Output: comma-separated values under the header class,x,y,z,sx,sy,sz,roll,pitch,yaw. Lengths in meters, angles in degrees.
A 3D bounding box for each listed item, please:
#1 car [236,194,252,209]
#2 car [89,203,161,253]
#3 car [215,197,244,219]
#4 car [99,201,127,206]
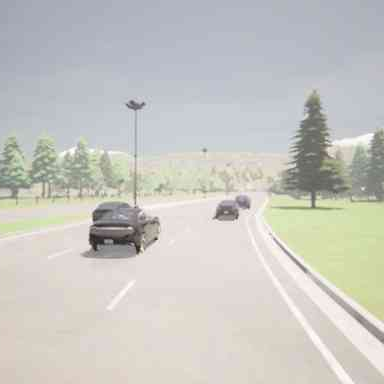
class,x,y,z,sx,sy,sz,roll,pitch,yaw
car,6.368,1.139,41.958,2.097,1.767,4.553,0,0,14
car,-2.514,1.416,13.436,2.128,1.511,4.902,0,0,6
car,3.055,1.384,27.665,1.812,1.442,4.674,0,1,11
car,-4.982,1.380,22.164,1.837,1.490,4.892,0,0,8
